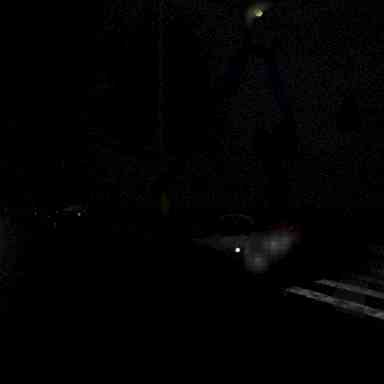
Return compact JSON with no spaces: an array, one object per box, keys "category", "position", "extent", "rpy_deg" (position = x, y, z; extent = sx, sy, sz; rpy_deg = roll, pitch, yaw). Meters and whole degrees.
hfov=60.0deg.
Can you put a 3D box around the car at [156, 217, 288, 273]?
[{"category":"car","position":[0.645,1.693,11.247],"extent":[1.895,1.301,4.718],"rpy_deg":[0,-1,-34]}]

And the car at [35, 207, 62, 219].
[{"category":"car","position":[-15.522,2.218,35.180],"extent":[1.895,1.301,4.718],"rpy_deg":[0,-1,-34]}]

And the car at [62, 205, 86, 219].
[{"category":"car","position":[-13.181,2.141,36.910],"extent":[1.812,1.442,4.674],"rpy_deg":[0,-1,-34]}]

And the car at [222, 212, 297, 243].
[{"category":"car","position":[2.148,1.605,14.289],"extent":[2.128,1.511,4.902],"rpy_deg":[0,-1,-34]}]
